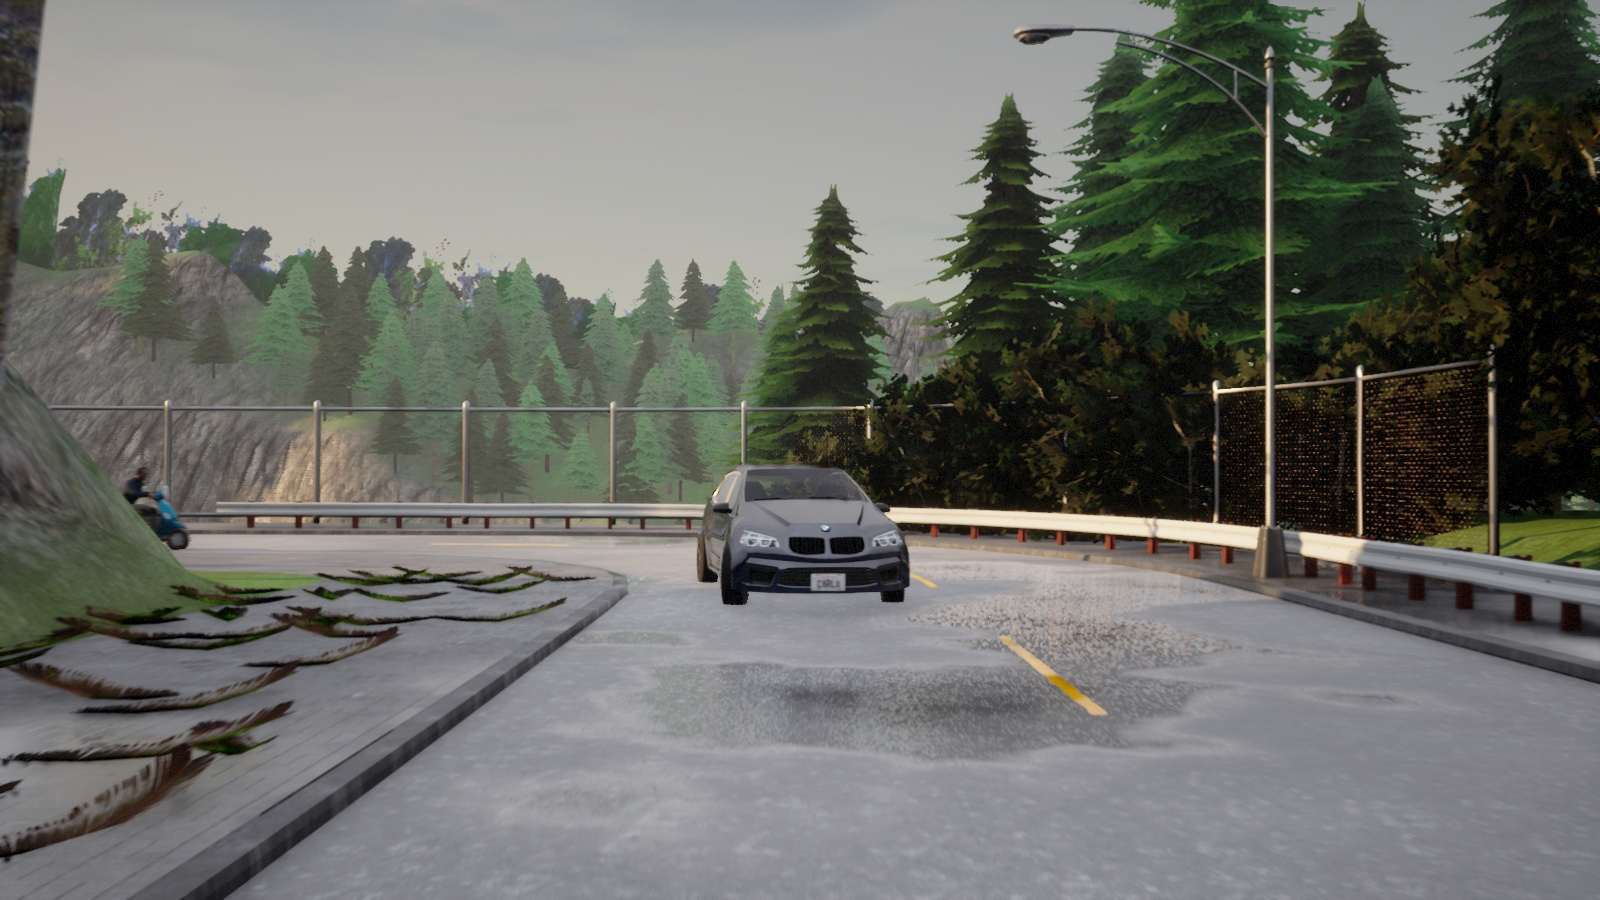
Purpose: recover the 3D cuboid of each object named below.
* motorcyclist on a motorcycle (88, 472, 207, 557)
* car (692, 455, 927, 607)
[{"bbox_3d":[-12.422,1.219,23.956,1.817,1.590,0.866,0,-1,0],"label":"motorcyclist on a motorcycle"},{"bbox_3d":[-0.072,0.932,16.259,2.242,1.667,4.611,0,-1,-10],"label":"car"}]
